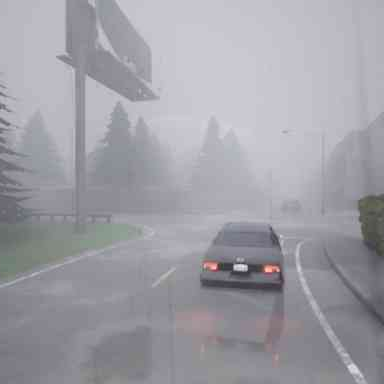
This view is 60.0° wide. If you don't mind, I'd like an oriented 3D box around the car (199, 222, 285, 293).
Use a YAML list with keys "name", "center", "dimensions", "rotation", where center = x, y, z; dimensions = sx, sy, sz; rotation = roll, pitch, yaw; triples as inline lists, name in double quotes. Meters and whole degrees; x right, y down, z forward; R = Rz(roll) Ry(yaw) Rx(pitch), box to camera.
- name: "car"
  center: [1.476, 1.516, 8.950]
  dimensions: [2.033, 1.411, 5.357]
  rotation: [0, 0, 12]

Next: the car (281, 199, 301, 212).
- name: "car"
  center: [11.159, 1.433, 37.332]
  dimensions: [1.994, 1.385, 4.181]
  rotation: [0, 0, 20]
